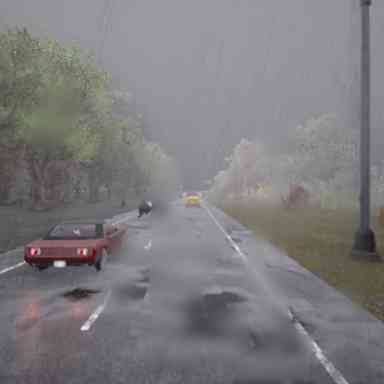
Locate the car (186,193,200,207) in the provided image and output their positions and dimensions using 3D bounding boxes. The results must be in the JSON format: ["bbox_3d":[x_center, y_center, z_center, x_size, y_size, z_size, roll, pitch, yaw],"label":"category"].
[{"bbox_3d":[0.118,1.281,47.201,1.882,1.535,5.008,0,0,0],"label":"car"}]

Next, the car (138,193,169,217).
[{"bbox_3d":[-3.354,1.097,29.580,2.150,2.045,5.566,0,0,1],"label":"car"}]

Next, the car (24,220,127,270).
[{"bbox_3d":[-3.396,1.555,10.782,1.895,1.301,4.718,0,0,0],"label":"car"}]
